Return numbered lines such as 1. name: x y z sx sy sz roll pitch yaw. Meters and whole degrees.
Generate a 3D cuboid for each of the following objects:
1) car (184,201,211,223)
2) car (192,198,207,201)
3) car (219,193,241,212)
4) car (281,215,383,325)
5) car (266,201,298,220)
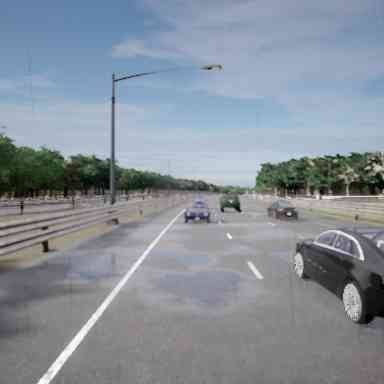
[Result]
1. car: 0.418 1.582 25.301 1.895 1.301 4.718 0 0 1
2. car: 1.024 1.500 43.666 1.812 1.442 4.674 0 0 2
3. car: 4.306 1.193 38.185 2.150 2.045 5.566 0 -1 2
4. car: 3.640 1.486 7.065 2.128 1.511 4.902 0 0 0
5. car: 7.494 1.511 27.755 1.812 1.442 4.674 0 0 1
